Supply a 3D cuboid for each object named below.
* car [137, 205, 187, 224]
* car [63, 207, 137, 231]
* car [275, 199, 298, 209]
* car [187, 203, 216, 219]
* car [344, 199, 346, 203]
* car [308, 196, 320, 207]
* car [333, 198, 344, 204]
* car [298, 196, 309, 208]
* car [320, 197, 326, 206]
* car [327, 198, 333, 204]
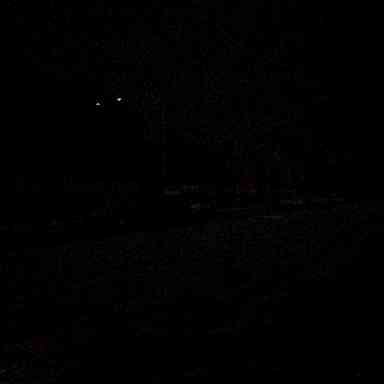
[{"bbox_3d":[-2.636,1.654,25.494,1.947,1.339,4.313,0,0,35],"label":"car"},{"bbox_3d":[-5.888,1.616,20.843,2.008,1.369,4.403,0,0,35],"label":"car"},{"bbox_3d":[13.620,1.814,48.746,1.802,1.307,4.206,0,0,35],"label":"car"},{"bbox_3d":[0.615,1.696,30.144,1.802,1.307,4.206,0,0,35],"label":"car"},{"bbox_3d":[36.380,2.058,81.300,2.008,1.369,4.403,0,-1,35],"label":"car"},{"bbox_3d":[20.123,1.616,58.049,2.192,1.841,5.009,0,-1,35],"label":"car"},{"bbox_3d":[33.031,1.986,76.510,1.752,1.417,4.829,0,-1,35],"label":"car"},{"bbox_3d":[16.774,1.790,53.258,1.752,1.417,4.829,0,0,35],"label":"car"},{"bbox_3d":[23.374,1.920,62.698,1.802,1.307,4.206,0,-1,35],"label":"car"},{"bbox_3d":[26.626,1.818,67.349,1.967,1.590,4.097,0,-1,35],"label":"car"}]
